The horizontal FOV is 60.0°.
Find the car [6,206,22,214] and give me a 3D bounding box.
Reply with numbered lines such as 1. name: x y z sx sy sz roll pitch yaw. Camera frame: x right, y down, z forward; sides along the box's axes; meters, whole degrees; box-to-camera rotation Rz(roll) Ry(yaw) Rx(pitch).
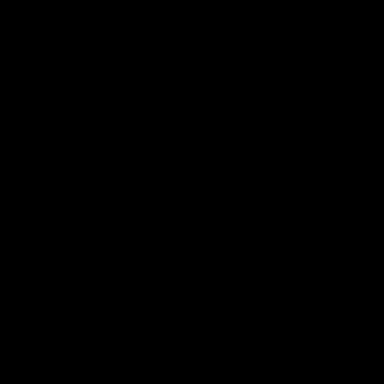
1. car: -40.557 4.134 77.781 2.435 2.045 5.566 1 1 19
